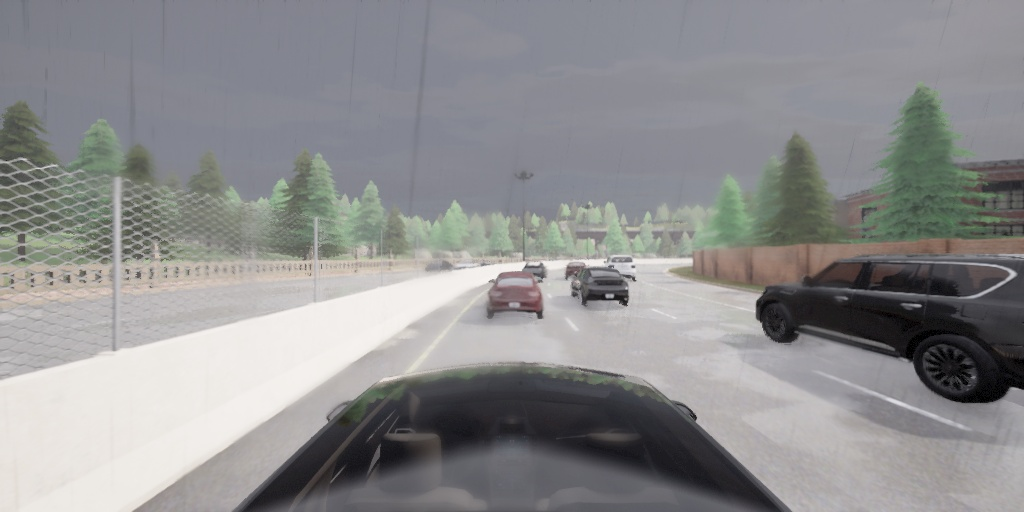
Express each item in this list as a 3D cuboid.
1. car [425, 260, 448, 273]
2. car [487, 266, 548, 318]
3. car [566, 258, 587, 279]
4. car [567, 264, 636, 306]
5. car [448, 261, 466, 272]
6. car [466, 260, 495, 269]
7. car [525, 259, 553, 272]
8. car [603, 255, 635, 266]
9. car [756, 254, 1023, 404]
[{"bbox_3d":[-9.075,1.268,44.709,1.812,1.442,4.674,0,0,17],"label":"car"},{"bbox_3d":[0.143,1.273,12.847,1.812,1.442,4.674,0,0,1],"label":"car"},{"bbox_3d":[5.899,1.223,32.334,1.882,1.535,5.008,0,0,12],"label":"car"},{"bbox_3d":[3.750,1.252,15.833,1.837,1.490,4.892,0,0,2],"label":"car"},{"bbox_3d":[-5.608,1.269,44.121,1.812,1.442,4.674,0,0,18],"label":"car"},{"bbox_3d":[-3.108,1.344,40.403,1.895,1.301,4.718,0,0,16],"label":"car"},{"bbox_3d":[2.030,1.237,30.889,2.128,1.511,4.902,0,0,11],"label":"car"},{"bbox_3d":[8.896,0.967,29.814,2.150,2.045,5.566,0,0,11],"label":"car"},{"bbox_3d":[7.058,0.974,6.440,2.150,2.045,5.566,0,0,0],"label":"car"}]
